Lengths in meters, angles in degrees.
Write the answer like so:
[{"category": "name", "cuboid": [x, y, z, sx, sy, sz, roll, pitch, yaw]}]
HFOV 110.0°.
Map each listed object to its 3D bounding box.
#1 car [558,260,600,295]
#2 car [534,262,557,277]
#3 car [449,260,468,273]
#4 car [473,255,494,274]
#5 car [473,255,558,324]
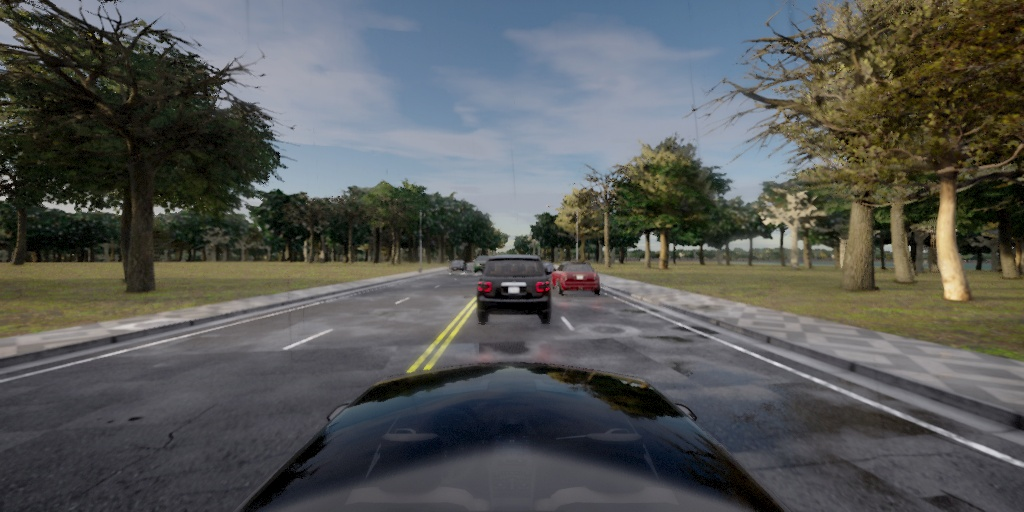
[{"category": "car", "cuboid": [3.362, 1.090, 19.781, 2.097, 1.767, 4.553, 0, 0, 0]}, {"category": "car", "cuboid": [3.386, 1.305, 36.671, 1.994, 1.385, 4.181, 0, 0, 0]}, {"category": "car", "cuboid": [-6.541, 1.249, 44.025, 1.837, 1.490, 4.892, 0, 0, 0]}, {"category": "car", "cuboid": [-3.297, 0.966, 42.696, 2.150, 2.045, 5.566, 0, 0, 0]}, {"category": "car", "cuboid": [0.077, 0.967, 12.139, 2.150, 2.045, 5.566, 0, 0, 1]}]
